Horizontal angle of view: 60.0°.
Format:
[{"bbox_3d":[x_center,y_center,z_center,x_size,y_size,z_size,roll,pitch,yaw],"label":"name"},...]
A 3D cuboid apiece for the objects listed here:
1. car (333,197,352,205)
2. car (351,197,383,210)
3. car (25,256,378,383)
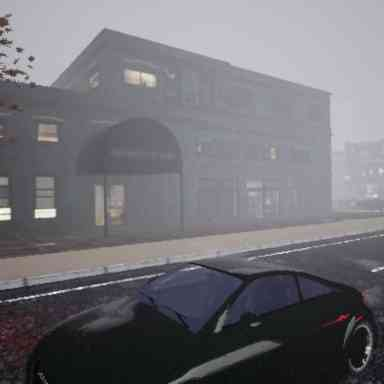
[{"bbox_3d":[24.183,1.403,51.755,2.008,1.369,4.403,-2,1,-36],"label":"car"},{"bbox_3d":[22.130,1.475,40.022,1.947,1.339,4.313,-2,1,-36],"label":"car"},{"bbox_3d":[0.349,1.545,3.941,4.181,1.385,1.994,-1,0,-36],"label":"car"}]
